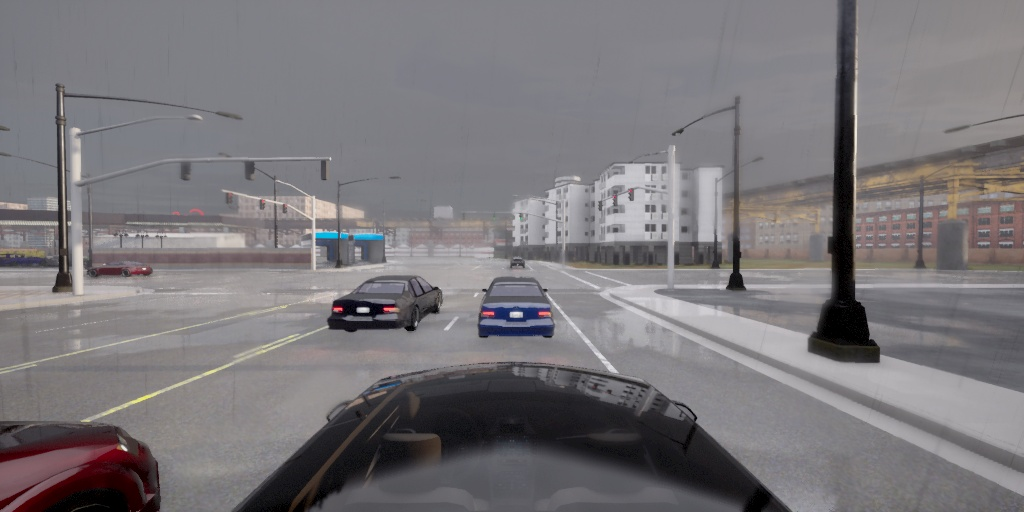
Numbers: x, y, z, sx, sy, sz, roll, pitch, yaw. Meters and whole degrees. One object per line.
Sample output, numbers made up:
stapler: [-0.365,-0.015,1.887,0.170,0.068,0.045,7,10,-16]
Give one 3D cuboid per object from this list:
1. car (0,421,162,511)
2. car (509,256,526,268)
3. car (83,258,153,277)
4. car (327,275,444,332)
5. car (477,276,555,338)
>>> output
car: [-3.394,1.314,0.692,1.994,1.385,4.181,0,0,-1]
car: [0.694,0.771,46.178,1.837,1.490,4.892,0,1,0]
car: [-33.771,1.085,30.927,4.181,1.385,1.994,0,1,-1]
car: [-3.408,1.274,10.716,2.033,1.411,5.357,0,0,0]
car: [0.088,1.280,10.109,2.033,1.411,5.357,0,0,0]
